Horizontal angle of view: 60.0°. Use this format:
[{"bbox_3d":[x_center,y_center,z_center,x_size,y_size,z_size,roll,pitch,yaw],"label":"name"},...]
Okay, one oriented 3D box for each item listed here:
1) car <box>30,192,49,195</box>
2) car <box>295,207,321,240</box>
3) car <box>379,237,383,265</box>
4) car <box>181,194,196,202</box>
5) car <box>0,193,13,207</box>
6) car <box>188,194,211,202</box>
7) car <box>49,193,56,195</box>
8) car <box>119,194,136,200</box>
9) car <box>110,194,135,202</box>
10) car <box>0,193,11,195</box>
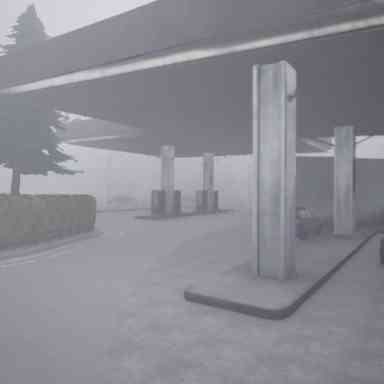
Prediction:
[{"bbox_3d":[-31.880,0.886,68.386,3.866,1.878,1.905,0,0,34],"label":"car"},{"bbox_3d":[5.614,1.614,18.432,2.242,1.667,4.611,0,0,34],"label":"car"},{"bbox_3d":[7.804,1.481,11.644,1.905,1.878,3.866,0,0,34],"label":"car"},{"bbox_3d":[-0.208,1.237,68.812,5.027,1.636,2.152,0,0,34],"label":"car"},{"bbox_3d":[-26.643,1.018,45.395,4.605,1.855,1.932,0,0,34],"label":"car"},{"bbox_3d":[1.533,1.241,71.422,4.514,1.523,2.007,0,0,34],"label":"car"},{"bbox_3d":[-30.567,0.900,71.011,4.605,1.855,1.932,0,0,34],"label":"car"},{"bbox_3d":[-15.477,1.199,79.548,3.806,1.475,1.970,0,0,34],"label":"car"},{"bbox_3d":[-13.257,1.208,63.432,3.633,1.501,1.845,0,0,34],"label":"car"},{"bbox_3d":[-22.041,1.042,38.217,3.866,1.878,1.905,0,0,34],"label":"car"}]
